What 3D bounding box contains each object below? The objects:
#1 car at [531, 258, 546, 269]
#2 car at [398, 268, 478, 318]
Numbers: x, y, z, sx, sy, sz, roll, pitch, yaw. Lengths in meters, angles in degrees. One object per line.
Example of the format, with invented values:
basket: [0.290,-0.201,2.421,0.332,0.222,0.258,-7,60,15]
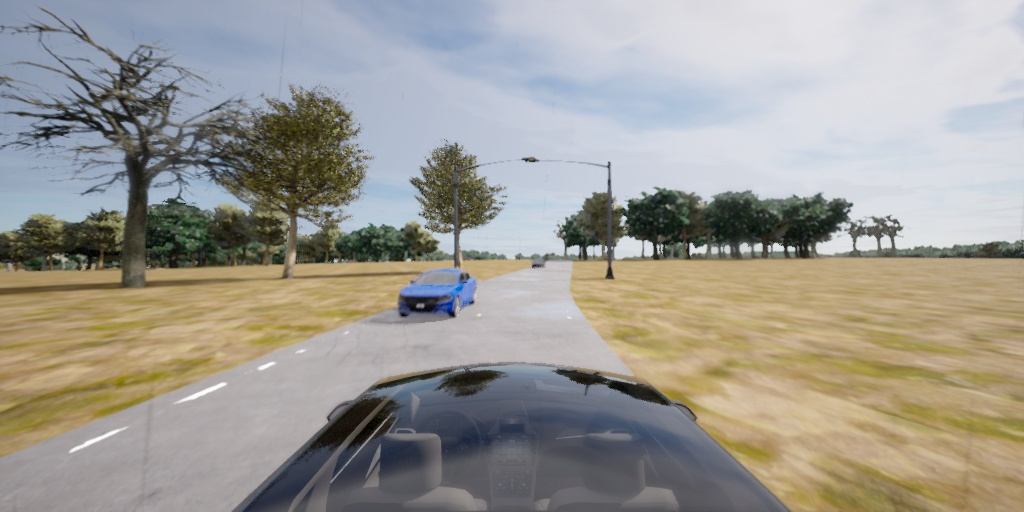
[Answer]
car: [4.117,1.148,55.346,1.837,1.490,4.892,0,0,10]
car: [-2.525,1.222,13.216,1.882,1.535,5.008,0,0,5]
